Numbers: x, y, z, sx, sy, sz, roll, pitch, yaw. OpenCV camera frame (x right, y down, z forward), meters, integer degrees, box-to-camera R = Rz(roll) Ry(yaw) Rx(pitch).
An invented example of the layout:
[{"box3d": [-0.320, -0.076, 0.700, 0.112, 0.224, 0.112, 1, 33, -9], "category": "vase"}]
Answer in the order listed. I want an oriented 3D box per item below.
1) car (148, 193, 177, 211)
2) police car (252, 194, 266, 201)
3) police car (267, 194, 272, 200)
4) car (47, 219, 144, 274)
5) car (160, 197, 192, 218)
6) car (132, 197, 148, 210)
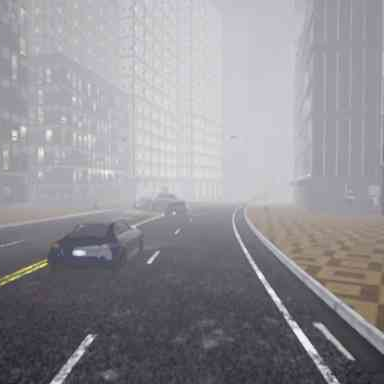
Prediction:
[{"box3d": [-3.094, 1.131, 39.295, 2.150, 2.045, 5.566, 0, 0, 10], "category": "car"}, {"box3d": [15.713, 1.375, 80.020, 1.930, 1.638, 5.238, 1, 0, 21], "category": "police car"}, {"box3d": [19.339, 1.385, 89.074, 1.930, 1.638, 5.238, 1, 0, 23], "category": "police car"}, {"box3d": [-2.800, 1.533, 10.556, 1.994, 1.385, 4.181, 0, 0, 3], "category": "car"}, {"box3d": [-1.138, 1.443, 29.140, 1.837, 1.490, 4.892, 0, 0, 7], "category": "car"}, {"box3d": [-5.947, 1.379, 41.738, 2.128, 1.511, 4.902, 0, 0, 10], "category": "car"}]
